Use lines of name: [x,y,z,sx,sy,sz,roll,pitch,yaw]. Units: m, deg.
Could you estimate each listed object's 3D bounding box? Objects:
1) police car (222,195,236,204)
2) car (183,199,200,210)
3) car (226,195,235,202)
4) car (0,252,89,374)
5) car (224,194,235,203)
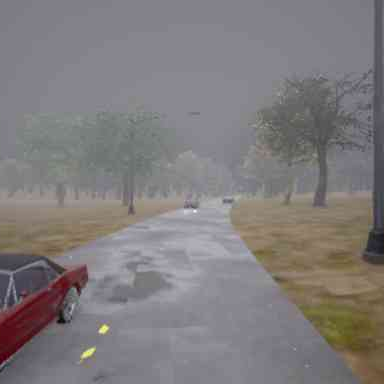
police car: [6.920,1.523,64.512,1.930,1.638,5.238,0,0,9]
car: [0.065,1.636,45.752,2.033,1.411,5.357,0,0,8]
car: [9.365,1.608,80.214,1.837,1.490,4.892,0,0,9]
car: [-3.031,1.618,4.471,1.895,1.301,4.718,0,0,1]
car: [8.437,1.450,74.257,2.097,1.767,4.553,0,0,9]
